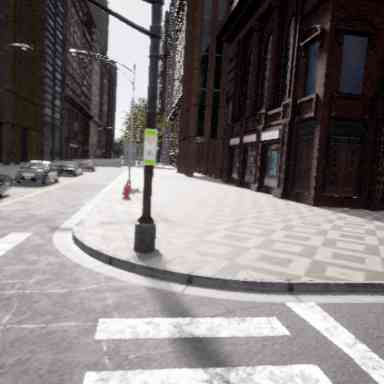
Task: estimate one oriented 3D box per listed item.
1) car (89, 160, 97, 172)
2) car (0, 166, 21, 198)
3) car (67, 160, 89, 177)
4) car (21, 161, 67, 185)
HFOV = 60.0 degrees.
[{"bbox_3d":[-13.488,-3.438,43.269,1.812,1.442,4.674,3,5,-9],"label":"car"},{"bbox_3d":[-9.017,-0.334,13.352,2.033,1.411,5.357,3,5,-9],"label":"car"},{"bbox_3d":[-11.995,-2.374,33.099,2.033,1.411,5.357,3,5,-9],"label":"car"},{"bbox_3d":[-10.477,-1.385,22.945,2.128,1.511,4.902,3,5,-9],"label":"car"}]
